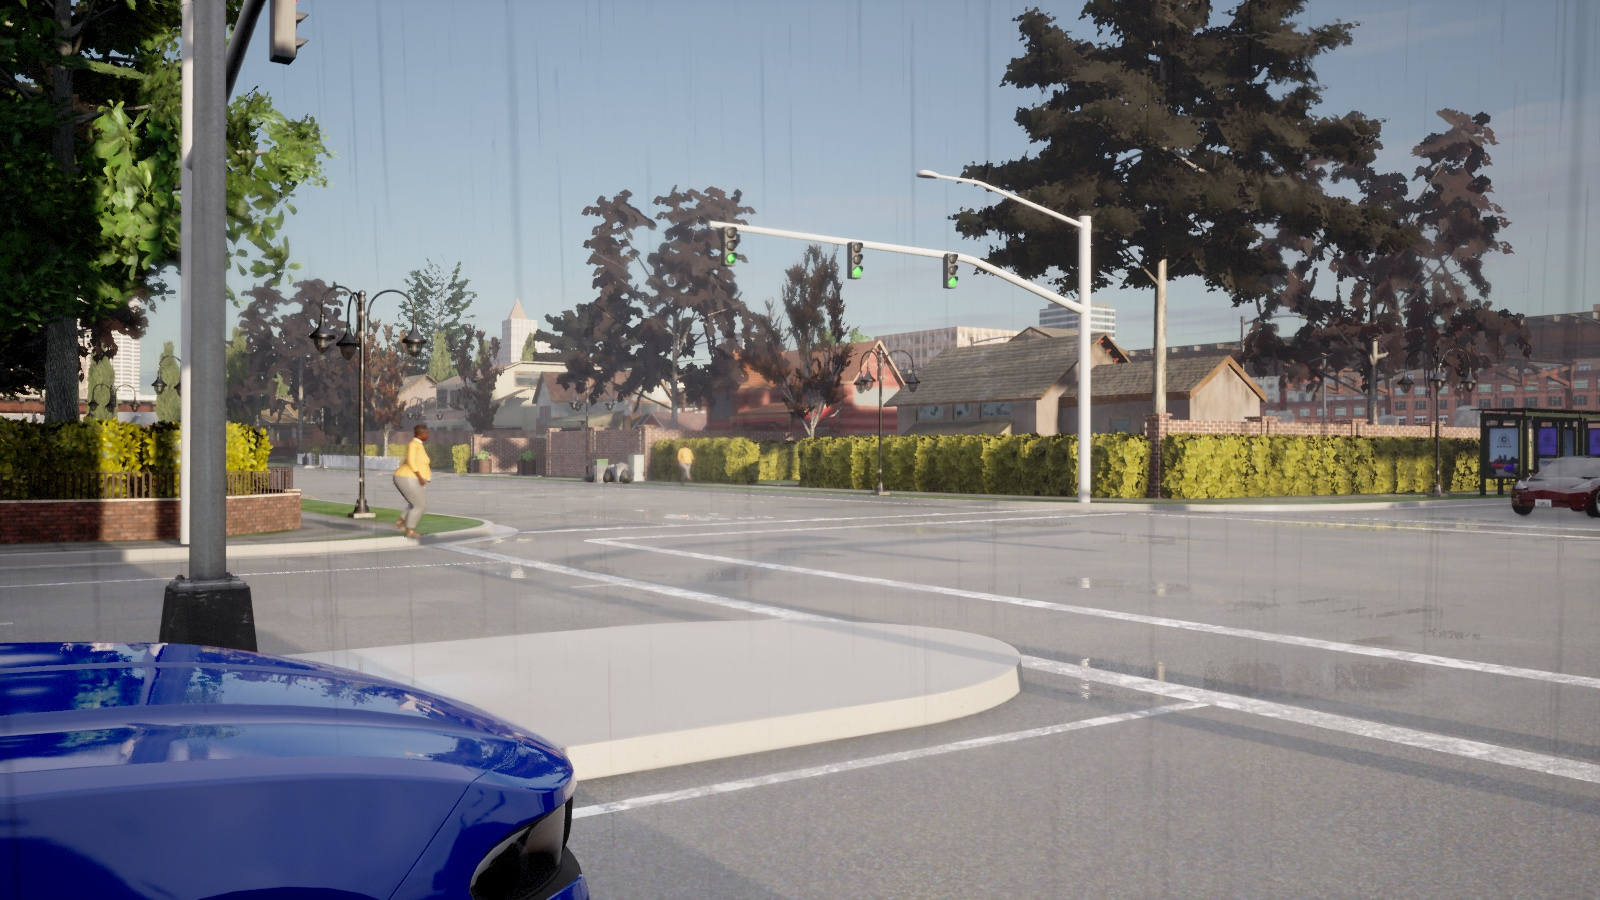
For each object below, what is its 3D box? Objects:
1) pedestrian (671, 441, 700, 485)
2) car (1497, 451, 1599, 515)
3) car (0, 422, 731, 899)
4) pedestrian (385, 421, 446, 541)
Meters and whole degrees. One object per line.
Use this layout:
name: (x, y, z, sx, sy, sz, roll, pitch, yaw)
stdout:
pedestrian: (-4.870, 0.551, 53.465, 0.874, 1.855, 0.900, 0, 0, -34)
car: (19.779, 0.780, 31.474, 4.792, 1.488, 2.163, 0, 0, -35)
car: (-2.727, 0.733, 1.760, 5.008, 1.535, 1.882, 0, 0, -35)
pedestrian: (-6.072, 0.478, 19.856, 0.900, 1.855, 0.874, 0, 0, -16)
